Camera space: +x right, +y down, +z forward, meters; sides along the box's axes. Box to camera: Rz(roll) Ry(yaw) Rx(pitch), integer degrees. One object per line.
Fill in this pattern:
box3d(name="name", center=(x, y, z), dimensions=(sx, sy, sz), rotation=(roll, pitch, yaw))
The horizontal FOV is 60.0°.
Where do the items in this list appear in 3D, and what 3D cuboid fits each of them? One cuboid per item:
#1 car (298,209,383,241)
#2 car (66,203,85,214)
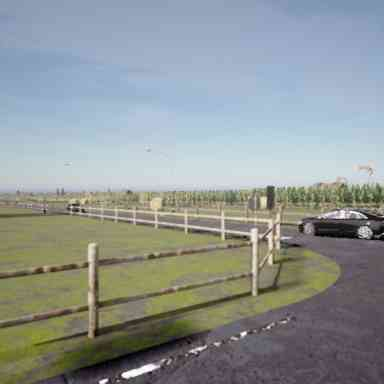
box3d(name="car", center=(8.097, 1.652, 17.758), dimensions=(2.128, 1.511, 4.902), rotation=(-2, 0, -43))
box3d(name="car", center=(-17.846, 2.468, 50.805), dimensions=(1.837, 1.490, 4.892), rotation=(0, -1, -34))
